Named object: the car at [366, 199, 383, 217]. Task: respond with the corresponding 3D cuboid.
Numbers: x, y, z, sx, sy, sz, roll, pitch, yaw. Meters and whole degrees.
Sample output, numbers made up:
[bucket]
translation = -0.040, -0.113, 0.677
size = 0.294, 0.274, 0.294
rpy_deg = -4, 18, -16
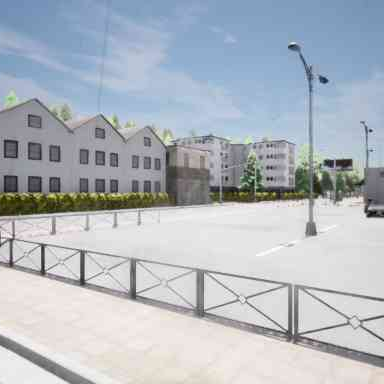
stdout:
[car]
translation = 15.364, 1.298, 26.852
size = 2.007, 1.523, 4.514
rpy_deg = 0, 0, 35
